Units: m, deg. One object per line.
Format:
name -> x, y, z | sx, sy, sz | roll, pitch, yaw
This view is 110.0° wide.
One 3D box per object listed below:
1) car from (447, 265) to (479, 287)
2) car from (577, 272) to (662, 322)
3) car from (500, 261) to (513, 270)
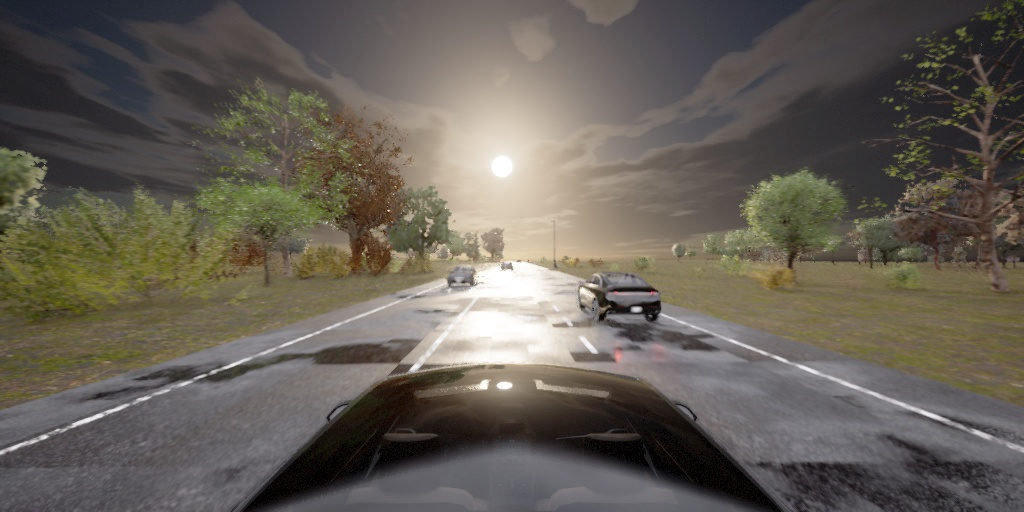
car -> -3.545, 1.426, 26.410 | 2.128, 1.511, 4.902 | 0, 0, 0
car -> 3.490, 1.304, 12.478 | 2.128, 1.511, 4.902 | 0, 0, 0
car -> -0.839, 1.679, 61.411 | 2.128, 1.511, 4.902 | 0, 0, 6
